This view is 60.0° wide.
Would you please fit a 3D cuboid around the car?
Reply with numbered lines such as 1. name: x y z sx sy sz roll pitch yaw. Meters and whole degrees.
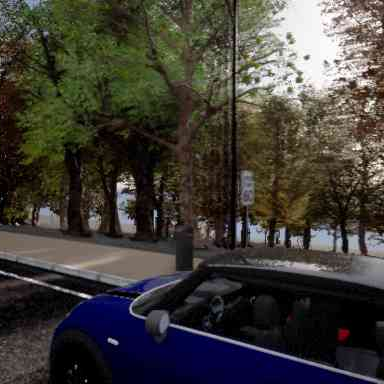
1. car: 0.643 1.354 3.227 4.553 1.767 2.097 0 0 36
